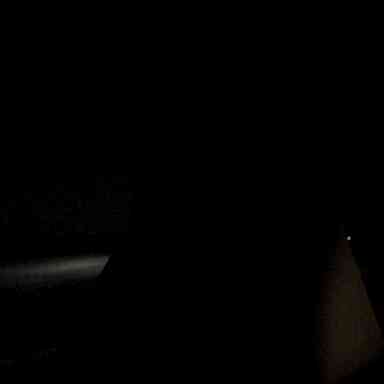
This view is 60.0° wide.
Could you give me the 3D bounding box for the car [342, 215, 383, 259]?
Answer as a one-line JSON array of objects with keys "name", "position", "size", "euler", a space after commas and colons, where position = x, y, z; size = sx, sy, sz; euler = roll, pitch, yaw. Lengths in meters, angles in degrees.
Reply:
[{"name": "car", "position": [6.449, 1.578, 12.638], "size": [4.718, 1.301, 1.895], "euler": [0, 0, -35]}]
